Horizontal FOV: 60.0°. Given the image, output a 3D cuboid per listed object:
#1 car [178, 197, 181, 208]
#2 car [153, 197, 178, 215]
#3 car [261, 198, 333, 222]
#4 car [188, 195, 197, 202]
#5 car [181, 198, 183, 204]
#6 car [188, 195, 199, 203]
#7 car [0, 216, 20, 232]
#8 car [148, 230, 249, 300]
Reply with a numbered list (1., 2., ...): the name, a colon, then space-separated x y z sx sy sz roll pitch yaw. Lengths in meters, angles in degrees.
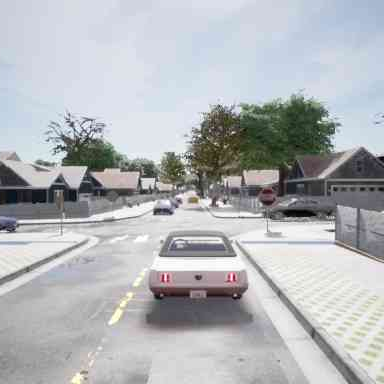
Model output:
1. car: -2.761 1.449 44.285 1.812 1.442 4.674 0 0 0
2. car: -2.787 1.493 33.605 2.033 1.411 5.357 0 0 0
3. car: 7.327 1.208 23.340 4.902 1.511 2.128 -2 0 0
4. car: 0.143 1.398 76.136 2.128 1.511 4.902 0 0 0
5. car: -2.710 1.496 60.037 1.895 1.301 4.718 0 0 0
6. car: 0.218 1.367 64.057 1.882 1.535 5.008 0 0 0
7. car: -13.004 1.817 20.207 4.674 1.442 1.812 -2 0 2
8. car: 0.120 1.596 8.356 1.895 1.301 4.718 0 0 0
